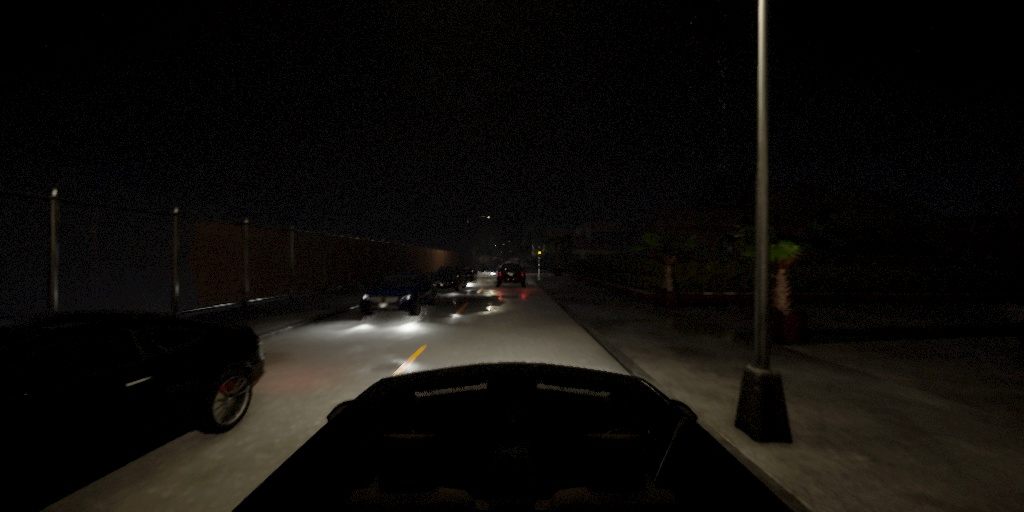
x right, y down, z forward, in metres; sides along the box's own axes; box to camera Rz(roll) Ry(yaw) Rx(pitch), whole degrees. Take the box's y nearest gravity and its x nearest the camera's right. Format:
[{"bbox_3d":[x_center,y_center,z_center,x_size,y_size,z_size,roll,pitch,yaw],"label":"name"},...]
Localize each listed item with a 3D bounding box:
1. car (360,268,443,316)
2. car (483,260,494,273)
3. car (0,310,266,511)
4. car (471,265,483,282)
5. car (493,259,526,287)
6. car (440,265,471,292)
[{"bbox_3d":[-4.116,1.335,13.762,1.812,1.442,4.674,1,-1,0],"label":"car"},{"bbox_3d":[-3.543,1.713,52.515,1.994,1.385,4.181,1,-1,-13],"label":"car"},{"bbox_3d":[-4.080,1.242,2.811,1.812,1.442,4.674,1,-1,0],"label":"car"},{"bbox_3d":[-4.096,1.512,31.732,2.033,1.411,5.357,1,0,1],"label":"car"},{"bbox_3d":[-0.063,1.321,27.274,2.097,1.767,4.553,1,-1,0],"label":"car"},{"bbox_3d":[-4.052,1.451,23.080,1.837,1.490,4.892,1,0,0],"label":"car"}]
